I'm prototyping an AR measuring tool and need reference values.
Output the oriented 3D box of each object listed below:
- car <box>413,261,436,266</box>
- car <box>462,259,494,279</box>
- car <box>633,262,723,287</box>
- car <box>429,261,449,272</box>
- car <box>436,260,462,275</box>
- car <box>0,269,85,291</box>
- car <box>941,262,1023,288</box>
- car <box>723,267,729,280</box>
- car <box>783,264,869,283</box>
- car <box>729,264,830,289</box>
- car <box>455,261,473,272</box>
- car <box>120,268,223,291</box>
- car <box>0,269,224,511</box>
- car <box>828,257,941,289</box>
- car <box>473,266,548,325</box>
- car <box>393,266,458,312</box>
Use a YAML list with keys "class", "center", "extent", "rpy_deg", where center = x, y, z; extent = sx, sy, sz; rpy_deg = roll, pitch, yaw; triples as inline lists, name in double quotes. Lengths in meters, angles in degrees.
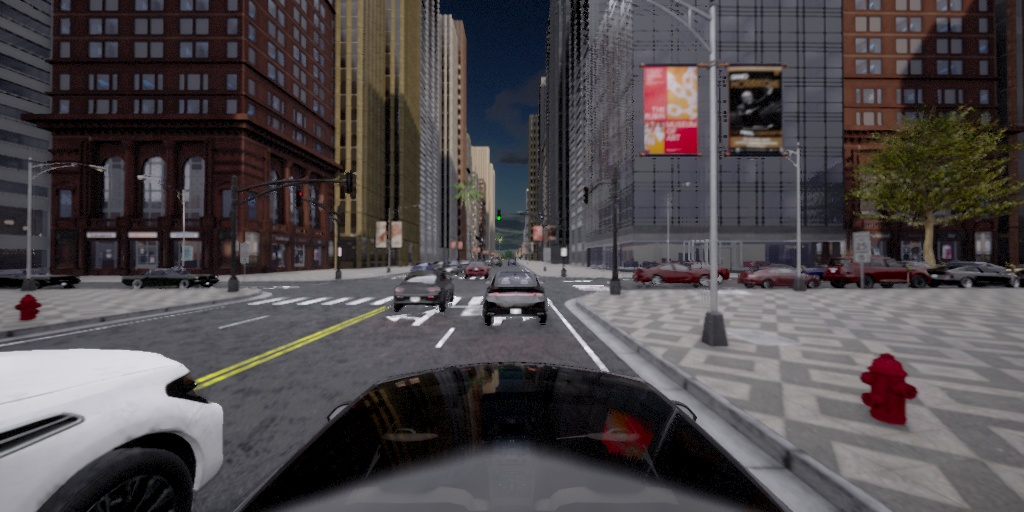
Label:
- class: "car"
  center: [-9.836, 1.362, 39.678]
  extent: [1.812, 1.442, 4.674]
  rpy_deg: [0, 0, 0]
- class: "car"
  center: [-3.150, 1.169, 33.800]
  extent: [2.097, 1.767, 4.553]
  rpy_deg: [0, 0, 0]
- class: "car"
  center: [10.594, 1.191, 23.556]
  extent: [5.008, 1.535, 1.882]
  rpy_deg: [0, -2, 1]
- class: "car"
  center: [-9.825, 1.396, 48.600]
  extent: [1.812, 1.442, 4.674]
  rpy_deg: [0, 0, 0]
- class: "car"
  center: [-6.596, 1.329, 39.952]
  extent: [2.128, 1.511, 4.902]
  rpy_deg: [0, 0, 0]
- class: "car"
  center: [-30.580, 1.484, 22.716]
  extent: [4.718, 1.301, 1.895]
  rpy_deg: [0, -1, 0]
- class: "car"
  center: [26.593, 1.200, 20.858]
  extent: [4.313, 1.339, 1.948]
  rpy_deg: [0, 0, -1]
- class: "car"
  center: [13.268, 1.206, 26.435]
  extent: [5.008, 1.535, 1.882]
  rpy_deg: [0, -1, -2]
- class: "car"
  center: [23.185, 1.296, 26.576]
  extent: [4.718, 1.301, 1.895]
  rpy_deg: [0, 0, -1]
- class: "car"
  center: [15.317, 1.253, 20.684]
  extent: [4.207, 1.307, 1.802]
  rpy_deg: [0, 0, -1]
- class: "car"
  center: [-6.575, 1.398, 49.052]
  extent: [1.812, 1.442, 4.674]
  rpy_deg: [0, 0, 0]
- class: "car"
  center: [-21.454, 1.442, 22.708]
  extent: [4.718, 1.301, 1.895]
  rpy_deg: [0, -1, 0]
- class: "car"
  center: [-3.153, 0.976, 0.171]
  extent: [2.150, 2.045, 5.566]
  rpy_deg: [0, 0, 0]
- class: "car"
  center: [20.955, 0.966, 20.771]
  extent: [5.009, 1.841, 2.192]
  rpy_deg: [0, 0, -1]
- class: "car"
  center: [0.100, 1.245, 11.845]
  extent: [2.128, 1.511, 4.902]
  rpy_deg: [0, 0, 0]
- class: "car"
  center: [-3.373, 1.283, 14.243]
  extent: [1.812, 1.442, 4.674]
  rpy_deg: [0, 0, -4]
